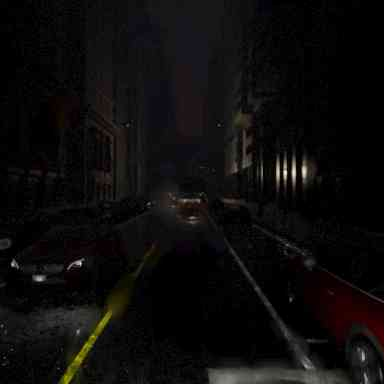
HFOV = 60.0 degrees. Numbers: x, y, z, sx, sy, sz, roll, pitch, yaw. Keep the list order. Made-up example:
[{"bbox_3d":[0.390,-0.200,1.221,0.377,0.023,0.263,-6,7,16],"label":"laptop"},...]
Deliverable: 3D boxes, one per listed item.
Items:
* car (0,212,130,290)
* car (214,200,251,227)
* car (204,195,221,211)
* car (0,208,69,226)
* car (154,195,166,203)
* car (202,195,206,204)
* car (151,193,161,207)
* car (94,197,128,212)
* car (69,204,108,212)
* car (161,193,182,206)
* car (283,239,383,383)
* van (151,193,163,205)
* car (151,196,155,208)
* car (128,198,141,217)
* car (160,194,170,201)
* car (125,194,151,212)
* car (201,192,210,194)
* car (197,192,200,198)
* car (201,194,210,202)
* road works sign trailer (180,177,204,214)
[{"bbox_3d":[-3.107,1.487,9.099,1.812,1.442,4.674,0,0,0],"label":"car"},{"bbox_3d":[2.751,1.454,21.847,1.887,1.381,4.507,0,0,0],"label":"car"},{"bbox_3d":[2.740,1.406,38.653,1.947,1.339,4.313,0,0,0],"label":"car"},{"bbox_3d":[-5.766,1.395,10.626,1.967,1.590,4.097,0,0,0],"label":"car"},{"bbox_3d":[-5.800,1.282,60.871,1.752,1.417,4.829,0,0,0],"label":"car"},{"bbox_3d":[2.736,1.384,44.255,1.947,1.339,4.313,0,0,0],"label":"car"},{"bbox_3d":[-5.788,1.133,44.236,2.192,1.841,5.009,0,0,0],"label":"car"},{"bbox_3d":[-5.774,1.349,21.829,1.967,1.590,4.097,0,0,0],"label":"car"},{"bbox_3d":[-5.770,1.498,16.228,1.947,1.339,4.313,0,0,0],"label":"car"},{"bbox_3d":[-3.113,1.286,50.570,2.128,1.511,4.902,0,0,0],"label":"car"},{"bbox_3d":[2.763,1.419,5.040,1.967,1.590,4.097,0,0,0],"label":"car"},{"bbox_3d":[-5.796,1.117,55.439,1.690,1.788,3.998,0,0,0],"label":"van"},{"bbox_3d":[-5.785,1.422,38.635,1.802,1.307,4.206,0,0,0],"label":"car"},{"bbox_3d":[-5.778,1.451,27.431,1.947,1.339,4.313,0,0,0],"label":"car"},{"bbox_3d":[-5.807,1.157,72.245,1.967,1.590,4.097,0,0,0],"label":"car"},{"bbox_3d":[-5.781,1.178,33.032,2.192,1.841,5.009,0,0,0],"label":"car"},{"bbox_3d":[2.729,1.217,55.459,1.967,1.590,4.097,0,0,0],"label":"car"},{"bbox_3d":[2.722,1.052,66.662,2.192,1.841,5.009,0,0,0],"label":"car"},{"bbox_3d":[2.732,1.348,49.857,2.008,1.369,4.403,0,0,0],"label":"car"},{"bbox_3d":[-0.022,0.325,33.497,2.380,3.560,2.880,0,0,0],"label":"road works sign trailer"}]
